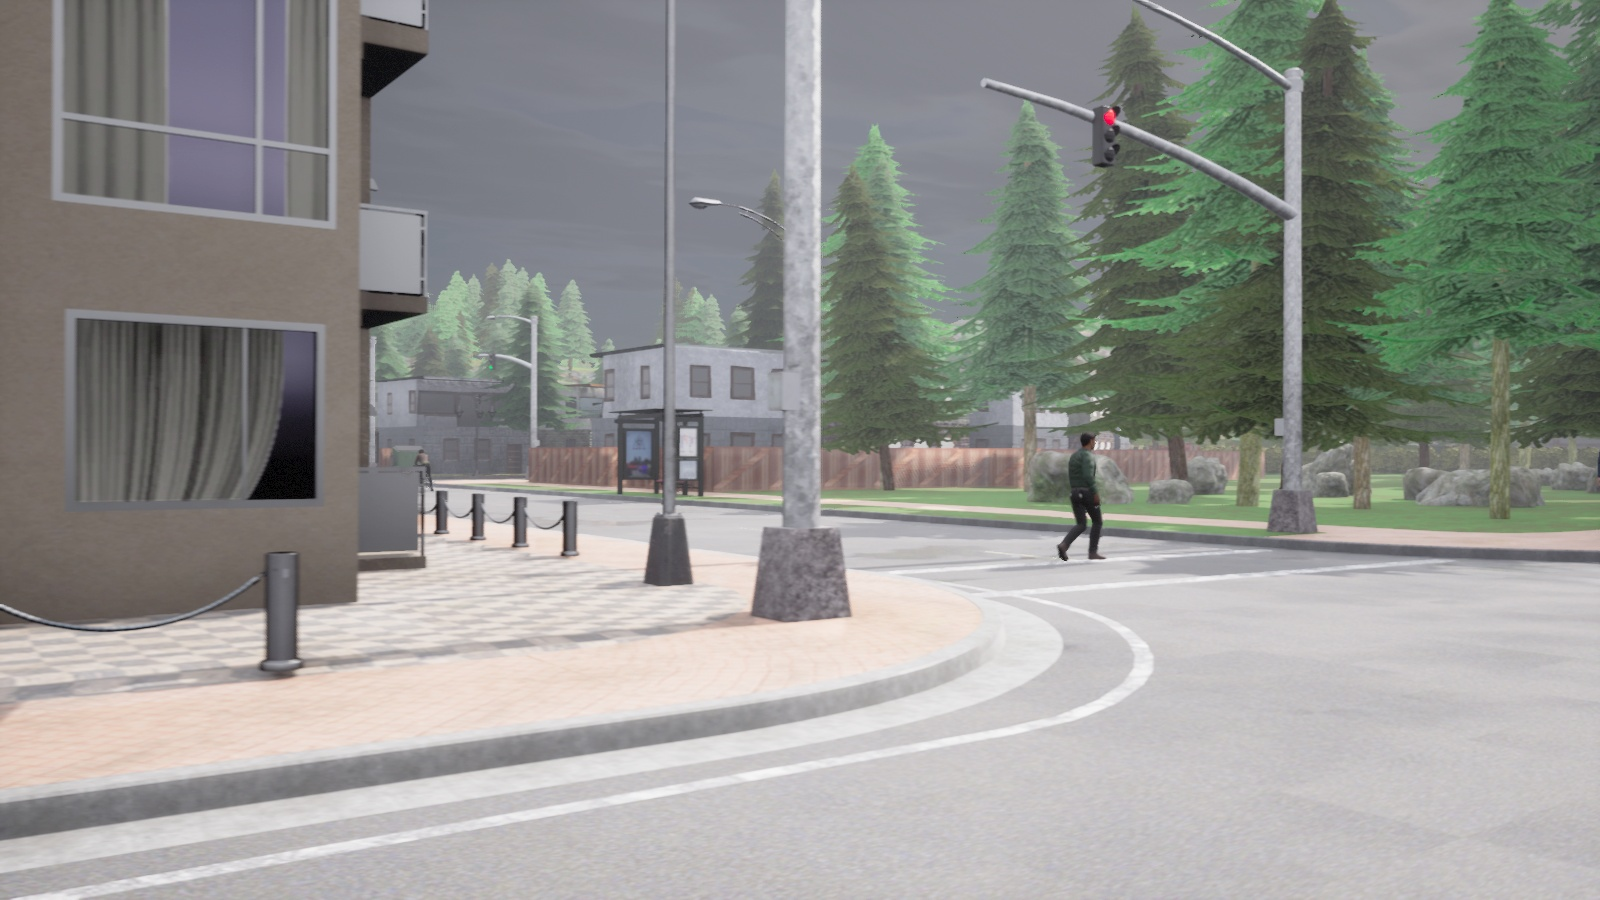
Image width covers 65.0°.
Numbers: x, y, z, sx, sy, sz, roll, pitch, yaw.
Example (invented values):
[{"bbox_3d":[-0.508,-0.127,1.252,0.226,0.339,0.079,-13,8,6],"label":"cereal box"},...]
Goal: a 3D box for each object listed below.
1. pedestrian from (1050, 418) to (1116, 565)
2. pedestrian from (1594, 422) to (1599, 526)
[{"bbox_3d":[3.832,0.553,17.009,0.788,1.949,0.423,0,0,-27],"label":"pedestrian"},{"bbox_3d":[14.500,0.432,22.393,0.726,1.842,0.402,0,0,-42],"label":"pedestrian"}]
